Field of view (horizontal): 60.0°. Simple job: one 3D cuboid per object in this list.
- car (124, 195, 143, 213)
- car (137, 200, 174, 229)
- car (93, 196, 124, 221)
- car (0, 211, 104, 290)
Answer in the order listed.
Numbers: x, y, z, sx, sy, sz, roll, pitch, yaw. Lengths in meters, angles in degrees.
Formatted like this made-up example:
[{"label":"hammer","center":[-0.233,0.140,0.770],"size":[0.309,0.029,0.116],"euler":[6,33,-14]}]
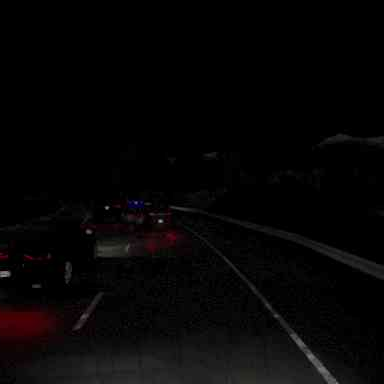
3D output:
[{"label":"car","center":[-7.241,1.356,40.304],"size":[2.150,2.045,5.566],"euler":[0,0,-19]},{"label":"car","center":[-2.342,1.563,22.396],"size":[2.128,1.511,4.902],"euler":[0,0,-11]},{"label":"car","center":[-7.046,1.317,27.689],"size":[2.150,2.045,5.566],"euler":[0,0,-14]},{"label":"car","center":[-3.971,1.513,9.199],"size":[1.882,1.535,5.008],"euler":[0,0,-4]}]
